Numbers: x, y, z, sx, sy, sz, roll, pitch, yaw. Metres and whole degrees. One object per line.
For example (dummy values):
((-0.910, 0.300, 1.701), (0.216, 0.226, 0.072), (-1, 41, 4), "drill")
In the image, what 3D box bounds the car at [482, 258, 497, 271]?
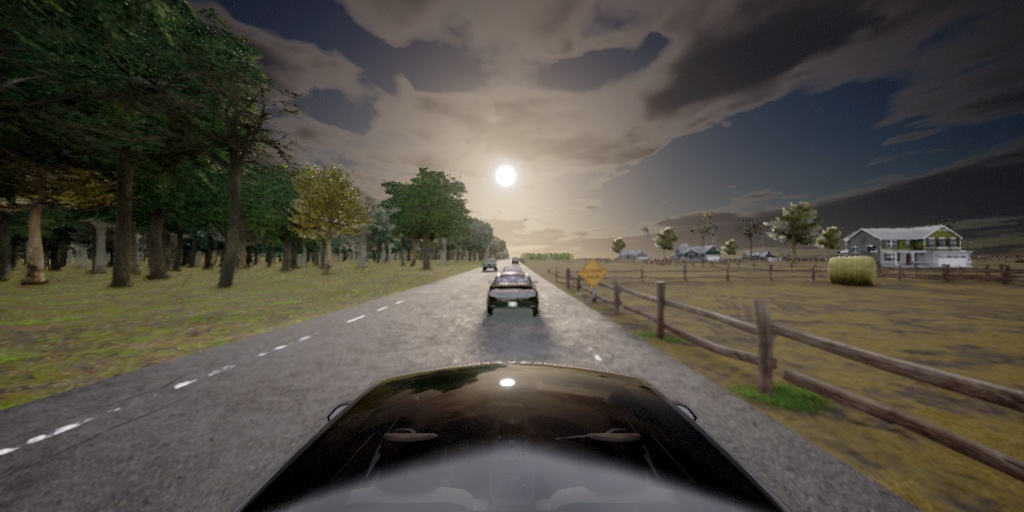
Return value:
((-3.576, 1.390, 58.546), (2.150, 2.045, 5.566), (0, 0, 1), "car")

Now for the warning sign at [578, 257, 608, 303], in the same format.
((3.546, 1.022, 15.473), (1.300, 1.860, 1.060), (0, 0, 0), "warning sign")

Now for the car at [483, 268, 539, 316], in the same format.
((0.038, 1.384, 14.148), (2.128, 1.511, 4.902), (0, 0, 0), "car")

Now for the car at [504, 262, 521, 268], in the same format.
((0.043, 1.509, 30.265), (1.882, 1.535, 5.008), (0, 0, 1), "car")
